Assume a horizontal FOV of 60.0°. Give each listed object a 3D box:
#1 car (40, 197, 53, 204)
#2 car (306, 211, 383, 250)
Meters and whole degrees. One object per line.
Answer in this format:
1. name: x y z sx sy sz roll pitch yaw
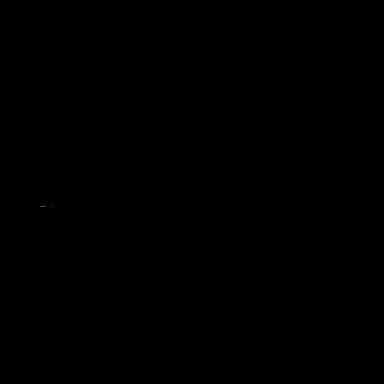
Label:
1. car: -27.639 1.766 62.918 1.837 1.490 4.892 0 0 -35
2. car: 7.118 1.603 13.794 1.837 1.490 4.892 0 0 -35
